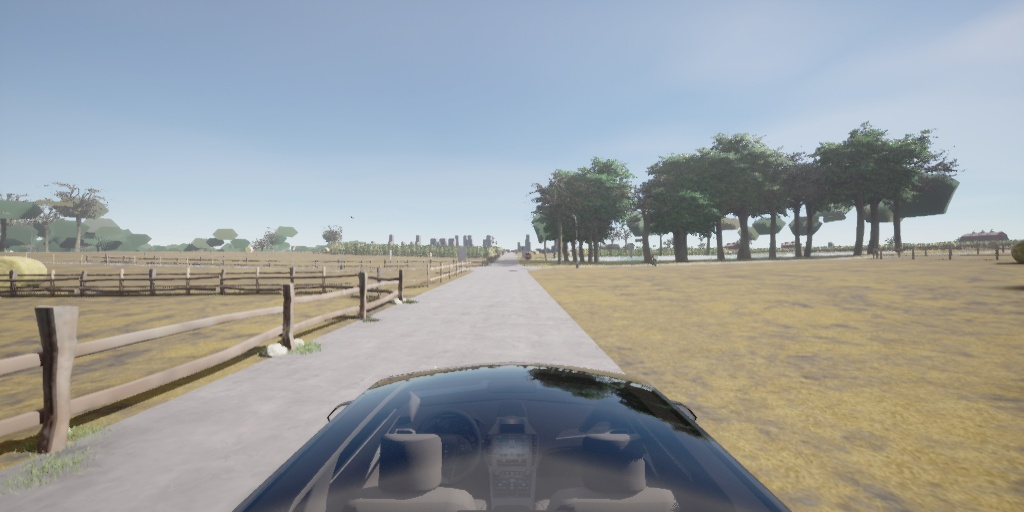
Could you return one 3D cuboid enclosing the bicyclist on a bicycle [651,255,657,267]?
[{"bbox_3d":[19.897,0.700,50.349,0.582,1.620,1.656,-1,-1,0],"label":"bicyclist on a bicycle"}]
